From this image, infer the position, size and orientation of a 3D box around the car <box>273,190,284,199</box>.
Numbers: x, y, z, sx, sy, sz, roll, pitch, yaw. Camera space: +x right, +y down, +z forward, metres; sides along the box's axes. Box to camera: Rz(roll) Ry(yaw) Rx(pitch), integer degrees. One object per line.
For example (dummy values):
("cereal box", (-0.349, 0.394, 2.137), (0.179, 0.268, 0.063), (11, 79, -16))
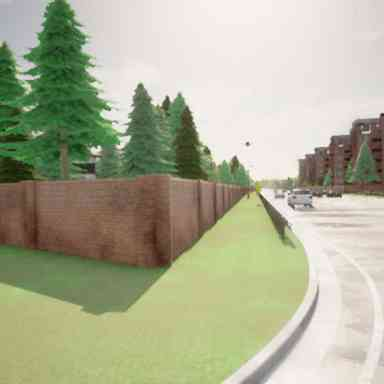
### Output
("car", (17.387, 0.707, 65.993), (1.895, 1.301, 4.718), (-1, 1, 11))

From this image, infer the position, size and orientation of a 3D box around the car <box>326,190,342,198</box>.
("car", (27.956, 0.296, 65.420), (2.097, 1.767, 4.553), (-1, 1, 11))

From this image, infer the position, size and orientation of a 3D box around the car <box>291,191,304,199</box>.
("car", (21.080, 0.540, 66.703), (1.837, 1.490, 4.892), (-1, 1, 11))

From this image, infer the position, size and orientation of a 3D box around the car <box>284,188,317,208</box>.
("car", (11.822, 0.692, 36.561), (2.150, 2.045, 5.566), (-1, 1, 11))

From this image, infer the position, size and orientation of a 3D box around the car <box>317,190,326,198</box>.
("car", (24.535, 0.344, 66.161), (2.097, 1.767, 4.553), (-1, 1, 11))
